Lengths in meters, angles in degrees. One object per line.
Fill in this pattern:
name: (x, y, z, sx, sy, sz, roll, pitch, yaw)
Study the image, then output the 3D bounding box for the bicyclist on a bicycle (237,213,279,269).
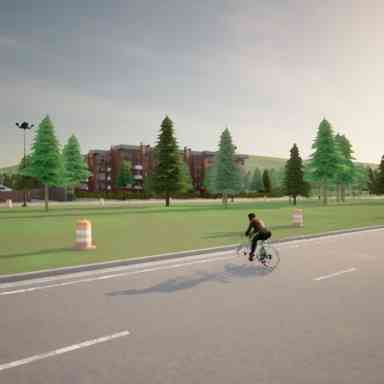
bicyclist on a bicycle: (1.946, 1.455, 10.036, 0.582, 1.620, 1.656, 0, -2, -37)
